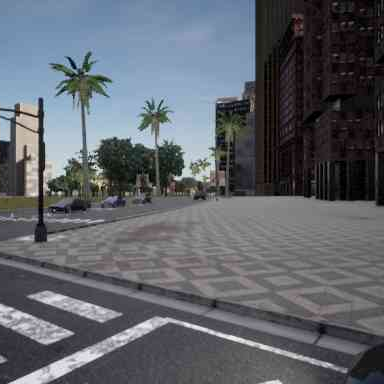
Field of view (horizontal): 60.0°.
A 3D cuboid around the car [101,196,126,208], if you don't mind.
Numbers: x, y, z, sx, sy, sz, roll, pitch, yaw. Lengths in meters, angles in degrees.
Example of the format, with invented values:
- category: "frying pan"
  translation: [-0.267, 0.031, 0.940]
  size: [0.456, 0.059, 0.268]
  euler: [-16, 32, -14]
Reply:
- category: "car"
  translation: [-10.178, 1.263, 43.551]
  size: [1.812, 1.442, 4.674]
  euler: [0, 1, 13]

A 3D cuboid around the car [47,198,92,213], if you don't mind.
- category: "car"
  translation: [-12.402, 1.366, 34.157]
  size: [2.033, 1.411, 5.357]
  euler: [0, 0, 14]

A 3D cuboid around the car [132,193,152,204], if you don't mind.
- category: "car"
  translation: [-8.050, 0.998, 53.631]
  size: [2.097, 1.767, 4.553]
  euler: [0, 1, 11]

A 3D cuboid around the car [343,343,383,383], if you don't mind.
- category: "car"
  translation: [3.229, 1.505, 1.406]
  size: [4.892, 1.490, 1.837]
  euler: [0, 0, 34]

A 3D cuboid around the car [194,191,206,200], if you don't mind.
- category: "car"
  translation: [1.750, 0.696, 71.348]
  size: [2.150, 2.045, 5.566]
  euler: [0, 1, 8]
